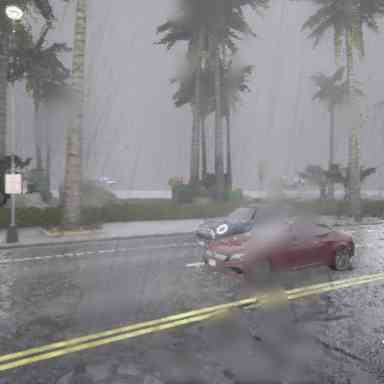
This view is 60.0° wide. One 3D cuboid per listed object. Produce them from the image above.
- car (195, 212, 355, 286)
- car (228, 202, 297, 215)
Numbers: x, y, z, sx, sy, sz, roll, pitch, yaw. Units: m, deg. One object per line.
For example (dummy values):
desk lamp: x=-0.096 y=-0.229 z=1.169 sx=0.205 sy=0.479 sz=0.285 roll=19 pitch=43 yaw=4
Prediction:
car: x=2.554 y=1.480 z=9.299 sx=4.674 sy=1.442 sz=1.812 roll=0 pitch=0 yaw=-28
car: x=2.382 y=1.285 z=13.118 sx=4.553 sy=1.767 sz=2.097 roll=0 pitch=0 yaw=-26
